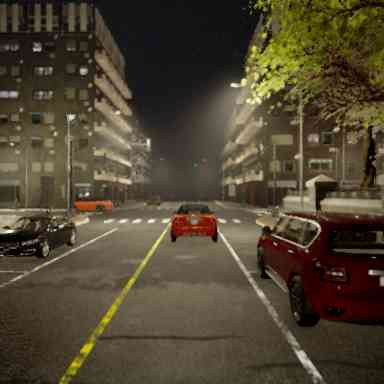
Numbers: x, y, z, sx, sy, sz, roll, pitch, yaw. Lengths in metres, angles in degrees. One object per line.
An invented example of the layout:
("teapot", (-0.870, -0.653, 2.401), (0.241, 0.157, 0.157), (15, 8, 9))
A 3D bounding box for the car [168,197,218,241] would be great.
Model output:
("car", (0.103, 1.308, 16.451), (2.097, 1.767, 4.553), (0, 0, 0))

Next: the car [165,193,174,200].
("car", (-5.667, 1.138, 84.331), (1.967, 1.590, 4.097), (1, 0, 0))

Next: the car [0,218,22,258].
("car", (-3.092, 1.219, 1.096), (2.150, 2.045, 5.566), (0, 0, 0))

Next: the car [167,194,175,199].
("car", (-5.668, 1.253, 89.994), (1.802, 1.307, 4.206), (1, 0, 0))

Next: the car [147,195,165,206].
("car", (-5.672, 1.280, 50.352), (1.967, 1.590, 4.097), (1, 0, 0))

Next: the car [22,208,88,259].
("car", (-5.679, 1.518, 12.408), (2.008, 1.369, 4.403), (1, 0, 0))

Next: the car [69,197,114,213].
("car", (-10.697, 1.294, 35.013), (4.553, 1.767, 2.097), (-1, 0, 11))

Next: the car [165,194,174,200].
("car", (-5.670, 1.289, 78.670), (1.947, 1.339, 4.313), (1, 0, 0))

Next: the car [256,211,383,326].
("car", (2.703, 1.297, 6.924), (2.192, 1.841, 5.009), (1, 0, 0))

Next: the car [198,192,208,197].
("car", (2.710, 1.314, 72.977), (1.947, 1.339, 4.313), (1, 0, 0))
